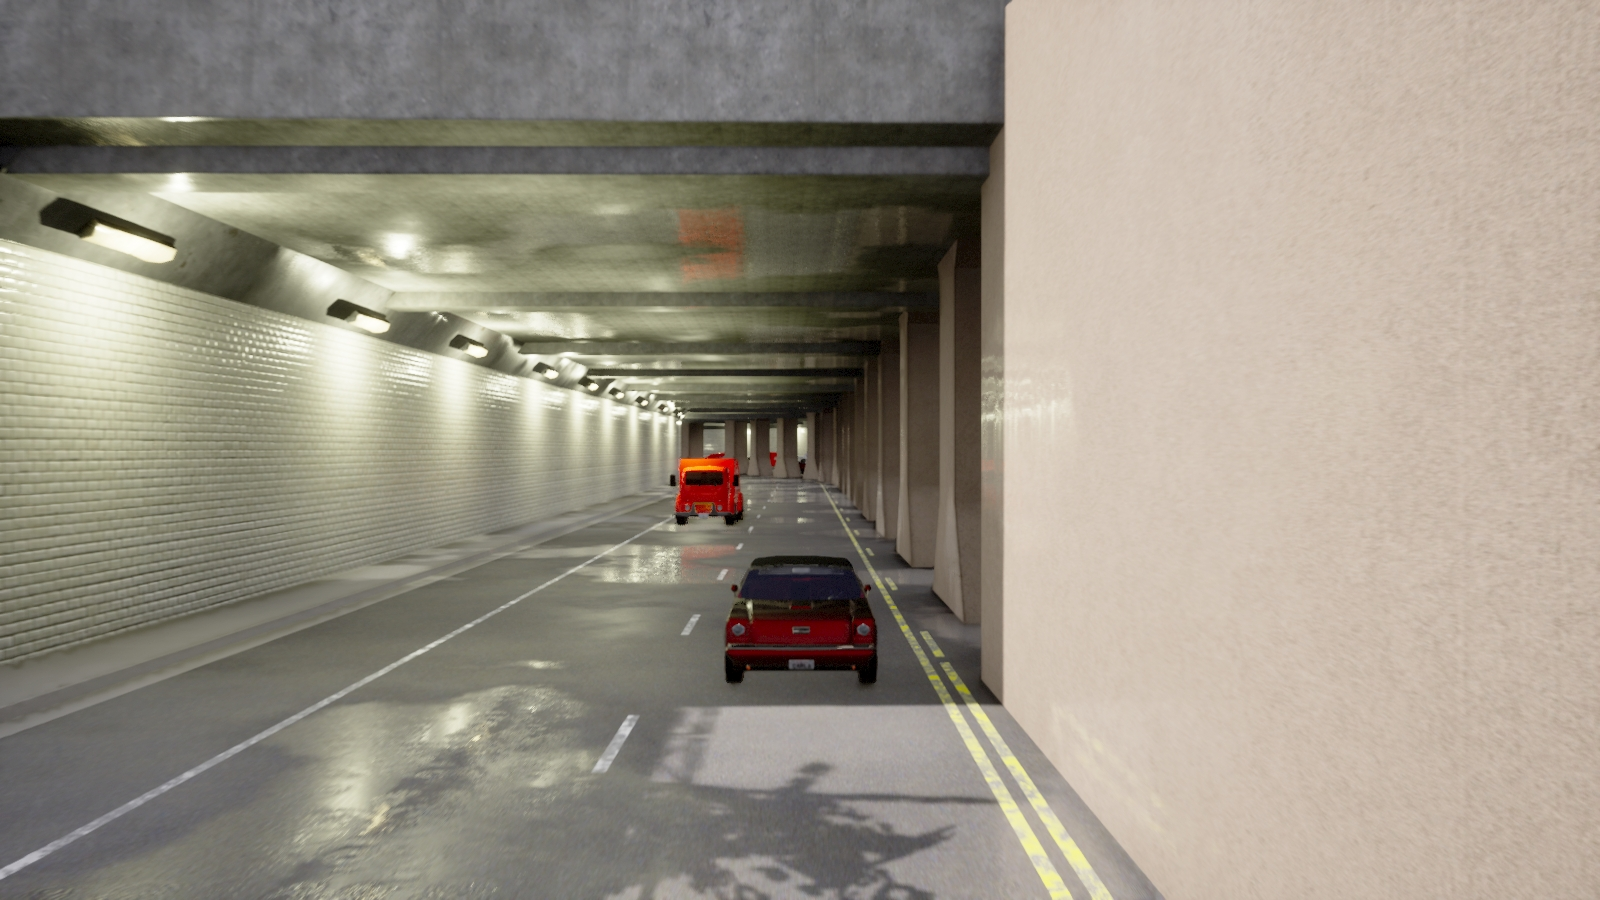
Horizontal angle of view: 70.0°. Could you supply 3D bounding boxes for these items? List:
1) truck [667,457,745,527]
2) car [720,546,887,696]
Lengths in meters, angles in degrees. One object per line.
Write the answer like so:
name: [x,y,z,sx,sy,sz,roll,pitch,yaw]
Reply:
truck: [-3.492,1.537,43.544,2.627,2.467,5.204,0,0,-1]
car: [0.045,2.143,15.323,1.895,1.301,4.718,0,0,0]
